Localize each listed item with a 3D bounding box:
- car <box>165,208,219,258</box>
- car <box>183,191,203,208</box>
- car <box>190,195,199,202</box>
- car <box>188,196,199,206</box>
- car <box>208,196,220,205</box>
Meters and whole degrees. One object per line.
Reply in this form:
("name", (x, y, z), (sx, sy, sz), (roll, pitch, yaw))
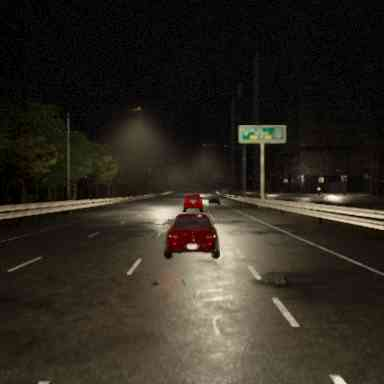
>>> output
("car", (0.011, 1.545, 12.742), (1.812, 1.442, 4.674), (0, 0, 0))
("car", (0.136, 1.240, 38.790), (2.150, 2.045, 5.566), (0, 0, 0))
("car", (0.547, 1.432, 74.773), (1.994, 1.385, 4.181), (0, 0, 1))
("car", (0.308, 1.484, 56.748), (1.837, 1.490, 4.892), (0, 0, 1))
("car", (3.946, 1.441, 59.874), (1.882, 1.535, 5.008), (0, 0, 1))
